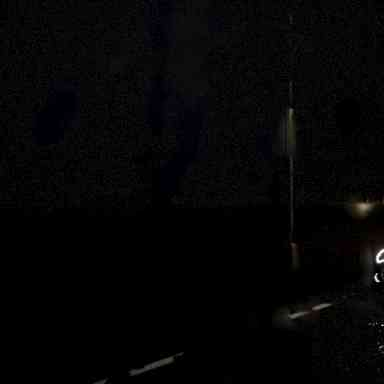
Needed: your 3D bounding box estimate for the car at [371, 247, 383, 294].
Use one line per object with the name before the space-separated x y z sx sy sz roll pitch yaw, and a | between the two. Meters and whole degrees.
car | 5.900 1.281 7.253 4.553 1.767 2.097 -1 0 -35
